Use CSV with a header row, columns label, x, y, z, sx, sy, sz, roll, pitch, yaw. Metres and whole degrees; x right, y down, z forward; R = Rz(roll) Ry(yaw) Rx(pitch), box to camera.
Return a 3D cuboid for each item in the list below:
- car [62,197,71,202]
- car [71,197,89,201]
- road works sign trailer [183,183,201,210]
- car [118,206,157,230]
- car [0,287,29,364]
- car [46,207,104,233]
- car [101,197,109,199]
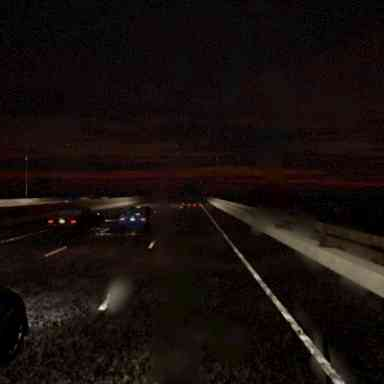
label,x,y,z,sx,sy,sz,roll,pitch,yaw
car,-24.522,1.745,66.680,1.812,1.442,4.674,0,0,0
car,-21.022,1.810,63.785,1.895,1.301,4.718,0,0,0
road works sign trailer,-0.015,0.624,45.104,2.380,3.560,2.880,0,0,0
car,-3.408,1.630,21.613,2.033,1.411,5.357,0,0,0
car,-3.401,1.577,3.237,1.994,1.385,4.181,0,0,0
car,-6.908,1.624,20.179,2.033,1.411,5.357,0,0,0
car,-17.522,1.774,66.682,1.994,1.385,4.181,0,0,0
